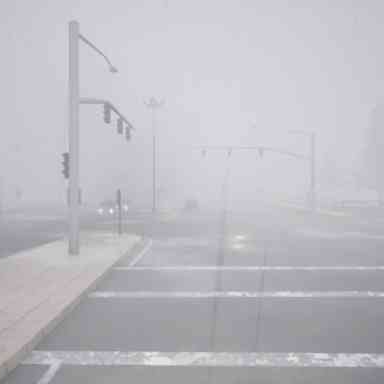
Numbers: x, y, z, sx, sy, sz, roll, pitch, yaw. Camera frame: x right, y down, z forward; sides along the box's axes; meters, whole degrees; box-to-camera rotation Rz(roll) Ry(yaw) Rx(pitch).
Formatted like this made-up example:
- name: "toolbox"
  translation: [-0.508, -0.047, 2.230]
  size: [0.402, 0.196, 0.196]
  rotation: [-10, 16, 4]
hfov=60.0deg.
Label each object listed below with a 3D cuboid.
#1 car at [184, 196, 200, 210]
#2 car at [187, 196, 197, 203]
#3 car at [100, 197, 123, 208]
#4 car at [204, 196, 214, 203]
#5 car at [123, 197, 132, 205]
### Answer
- name: "car"
  translation: [-0.029, 1.502, 43.519]
  size: [1.812, 1.442, 4.674]
  rotation: [0, 0, 0]
- name: "car"
  translation: [-0.045, 1.526, 68.953]
  size: [1.994, 1.385, 4.181]
  rotation: [0, 0, 0]
- name: "car"
  translation: [-11.572, 1.575, 47.179]
  size: [1.895, 1.301, 4.718]
  rotation: [0, 0, 1]
- name: "car"
  translation: [3.455, 1.563, 68.987]
  size: [1.895, 1.301, 4.718]
  rotation: [0, 0, 0]
- name: "car"
  translation: [-11.568, 1.569, 57.167]
  size: [1.895, 1.301, 4.718]
  rotation: [0, 0, 0]
